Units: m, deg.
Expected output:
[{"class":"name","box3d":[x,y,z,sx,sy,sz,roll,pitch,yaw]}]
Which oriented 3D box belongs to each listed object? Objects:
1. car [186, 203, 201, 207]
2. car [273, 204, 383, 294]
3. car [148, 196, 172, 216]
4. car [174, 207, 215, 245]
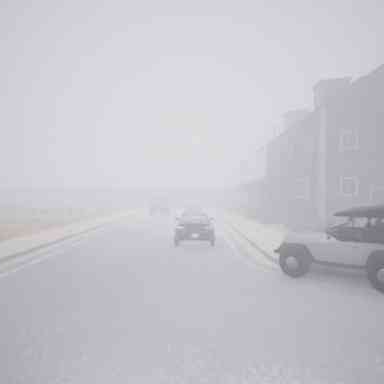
[{"class":"car","box3d":[0.147,1.842,33.589,2.033,1.411,5.357,0,0,0]},{"class":"car","box3d":[4.183,1.274,8.617,1.905,1.878,3.866,-7,3,-42]},{"class":"car","box3d":[-3.484,1.518,37.086,2.150,2.045,5.566,0,-1,1]},{"class":"car","box3d":[0.122,1.686,16.301,1.812,1.442,4.674,0,-1,0]}]
